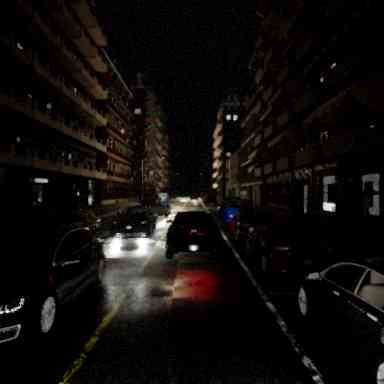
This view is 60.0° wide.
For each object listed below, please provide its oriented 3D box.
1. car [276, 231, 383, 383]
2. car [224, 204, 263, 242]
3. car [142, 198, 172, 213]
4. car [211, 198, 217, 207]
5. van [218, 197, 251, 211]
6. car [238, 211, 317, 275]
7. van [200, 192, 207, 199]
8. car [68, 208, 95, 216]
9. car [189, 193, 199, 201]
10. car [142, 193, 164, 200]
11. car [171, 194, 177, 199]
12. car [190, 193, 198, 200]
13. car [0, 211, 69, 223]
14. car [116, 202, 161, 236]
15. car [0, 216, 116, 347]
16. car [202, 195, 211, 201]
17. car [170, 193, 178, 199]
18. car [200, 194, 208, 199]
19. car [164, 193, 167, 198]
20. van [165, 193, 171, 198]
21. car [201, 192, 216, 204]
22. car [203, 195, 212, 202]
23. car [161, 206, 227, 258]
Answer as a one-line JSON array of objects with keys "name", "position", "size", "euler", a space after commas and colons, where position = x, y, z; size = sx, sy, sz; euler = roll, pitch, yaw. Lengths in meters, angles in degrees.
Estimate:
[{"name": "car", "position": [2.716, 1.539, 4.424], "size": [2.008, 1.369, 4.403], "euler": [1, 0, 0]}, {"name": "car", "position": [2.785, 1.482, 15.748], "size": [1.887, 1.381, 4.507], "euler": [1, 0, 0]}, {"name": "car", "position": [-2.835, 1.465, 28.602], "size": [1.895, 1.301, 4.718], "euler": [0, 0, 0]}, {"name": "car", "position": [2.853, 1.441, 27.073], "size": [2.008, 1.369, 4.403], "euler": [1, 0, 0]}, {"name": "van", "position": [2.821, 1.254, 21.410], "size": [1.690, 1.788, 3.998], "euler": [1, 0, 0]}, {"name": "car", "position": [2.751, 1.507, 10.086], "size": [1.887, 1.381, 4.507], "euler": [1, 0, 0]}, {"name": "van", "position": [3.268, 1.000, 95.015], "size": [1.690, 1.788, 3.998], "euler": [1, 0, 0]}, {"name": "car", "position": [-5.596, 1.436, 15.628], "size": [1.752, 1.417, 4.829], "euler": [1, 0, 0]}, {"name": "car", "position": [0.439, 1.246, 73.224], "size": [2.033, 1.411, 5.357], "euler": [0, 0, 0]}, {"name": "car", "position": [-5.421, 1.111, 44.108], "size": [2.192, 1.841, 5.009], "euler": [1, 0, 0]}, {"name": "car", "position": [-5.150, 1.173, 89.233], "size": [1.752, 1.417, 4.829], "euler": [1, 0, 0]}, {"name": "car", "position": [0.501, 1.055, 83.645], "size": [1.882, 1.535, 5.008], "euler": [0, 0, 0]}, {"name": "car", "position": [-5.629, 1.480, 10.137], "size": [1.887, 1.381, 4.507], "euler": [1, 0, 0]}, {"name": "car", "position": [-2.989, 1.475, 17.694], "size": [1.994, 1.385, 4.181], "euler": [0, 0, 0]}, {"name": "car", "position": [-3.067, 1.464, 6.543], "size": [1.837, 1.490, 4.892], "euler": [0, 0, 0]}, {"name": "car", "position": [3.128, 1.307, 72.367], "size": [1.802, 1.307, 4.206], "euler": [1, 0, 0]}, {"name": "car", "position": [-5.115, 1.158, 94.896], "size": [1.752, 1.417, 4.829], "euler": [1, 0, 0]}, {"name": "car", "position": [3.231, 1.241, 89.353], "size": [1.947, 1.339, 4.313], "euler": [1, 0, 0]}, {"name": "car", "position": [-5.388, 1.326, 49.769], "size": [2.008, 1.369, 4.403], "euler": [1, 0, 0]}, {"name": "van", "position": [-5.318, 1.076, 61.093], "size": [1.690, 1.788, 3.998], "euler": [1, 0, 0]}, {"name": "car", "position": [3.028, 1.097, 55.381], "size": [2.192, 1.841, 5.009], "euler": [1, 0, 0]}, {"name": "car", "position": [3.095, 1.268, 66.877], "size": [1.752, 1.417, 4.829], "euler": [1, 0, 0]}, {"name": "car", "position": [0.067, 1.462, 12.471], "size": [1.837, 1.490, 4.892], "euler": [0, -1, 0]}]
